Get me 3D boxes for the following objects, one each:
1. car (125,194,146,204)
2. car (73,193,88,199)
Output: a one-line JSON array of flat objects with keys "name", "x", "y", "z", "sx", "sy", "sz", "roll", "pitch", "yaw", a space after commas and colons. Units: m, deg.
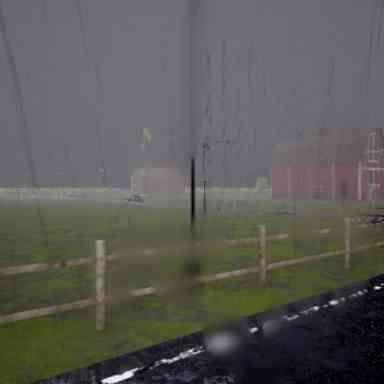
[{"name": "car", "x": -9.658, "y": 1.173, "z": 56.526, "sx": 1.837, "sy": 1.490, "sz": 4.892, "roll": -2, "pitch": 1, "yaw": -36}, {"name": "car", "x": -28.509, "y": 0.934, "z": 86.630, "sx": 1.837, "sy": 1.490, "sz": 4.892, "roll": -2, "pitch": 1, "yaw": -36}]
